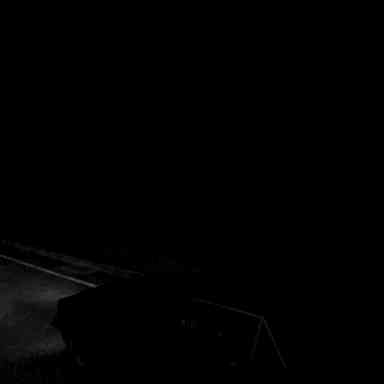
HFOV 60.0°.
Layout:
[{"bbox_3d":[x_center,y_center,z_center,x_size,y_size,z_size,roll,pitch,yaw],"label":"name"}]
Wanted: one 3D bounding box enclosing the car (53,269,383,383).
[{"bbox_3d":[0.462,1.609,3.791,4.718,1.301,1.895,0,0,37],"label":"car"}]
